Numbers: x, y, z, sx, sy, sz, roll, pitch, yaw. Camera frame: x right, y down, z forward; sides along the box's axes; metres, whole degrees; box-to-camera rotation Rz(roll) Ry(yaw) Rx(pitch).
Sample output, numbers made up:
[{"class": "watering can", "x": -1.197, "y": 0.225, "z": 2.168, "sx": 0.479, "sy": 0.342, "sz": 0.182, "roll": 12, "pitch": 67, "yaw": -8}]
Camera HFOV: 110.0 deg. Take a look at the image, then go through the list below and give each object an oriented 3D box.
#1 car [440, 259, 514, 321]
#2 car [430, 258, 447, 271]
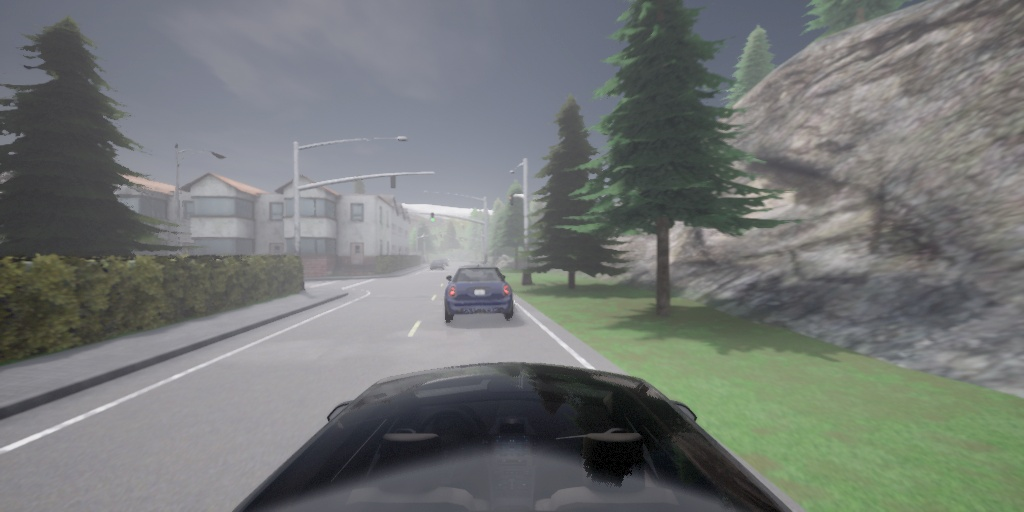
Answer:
[{"class": "car", "x": -1.229, "y": 1.077, "z": 12.580, "sx": 2.097, "sy": 1.767, "sz": 4.553, "roll": -1, "pitch": 0, "yaw": -8}, {"class": "car", "x": -10.112, "y": 1.235, "z": 48.856, "sx": 2.033, "sy": 1.411, "sz": 5.357, "roll": -1, "pitch": 0, "yaw": -8}]
